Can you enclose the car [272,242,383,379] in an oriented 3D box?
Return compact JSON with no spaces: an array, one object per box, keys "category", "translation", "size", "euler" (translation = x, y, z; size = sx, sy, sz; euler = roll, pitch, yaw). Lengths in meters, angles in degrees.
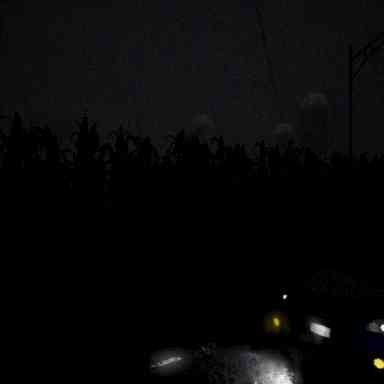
[{"category":"car","translation":[3.248,1.567,5.376],"size":[4.181,1.385,1.994],"euler":[0,0,-35]}]
